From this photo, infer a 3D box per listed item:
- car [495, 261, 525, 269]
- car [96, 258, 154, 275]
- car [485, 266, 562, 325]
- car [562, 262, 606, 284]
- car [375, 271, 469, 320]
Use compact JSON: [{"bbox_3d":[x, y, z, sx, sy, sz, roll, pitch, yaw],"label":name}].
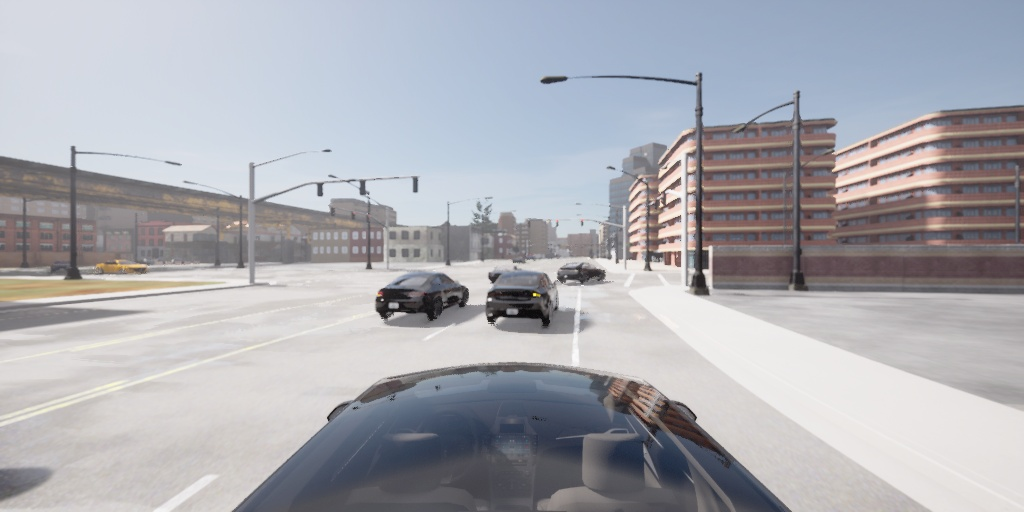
[{"bbox_3d":[-0.223,1.290,26.041,1.895,1.301,4.718,0,0,13],"label":"car"},{"bbox_3d":[-40.889,1.180,37.601,5.008,1.535,1.882,0,0,12],"label":"car"},{"bbox_3d":[0.471,1.234,11.799,1.837,1.490,4.892,0,0,11],"label":"car"},{"bbox_3d":[5.139,1.181,26.080,2.128,1.511,4.902,0,0,38],"label":"car"},{"bbox_3d":[-2.955,1.258,12.502,1.812,1.442,4.674,0,0,11],"label":"car"}]
